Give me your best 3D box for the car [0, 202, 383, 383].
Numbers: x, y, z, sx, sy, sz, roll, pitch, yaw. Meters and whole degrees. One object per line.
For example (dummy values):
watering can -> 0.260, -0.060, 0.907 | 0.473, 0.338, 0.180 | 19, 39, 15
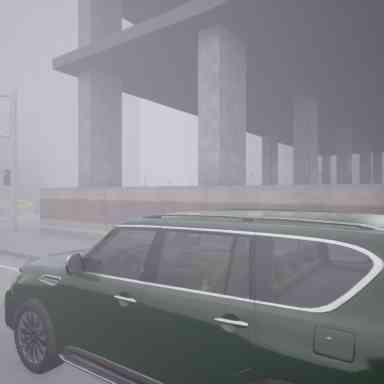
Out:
car -> 0.051, 1.221, 3.948 | 5.566, 2.045, 2.150 | 0, 0, 36

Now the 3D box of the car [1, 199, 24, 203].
car -> -18.388, 1.533, 33.832 | 1.882, 1.535, 5.008 | 0, 0, 36
